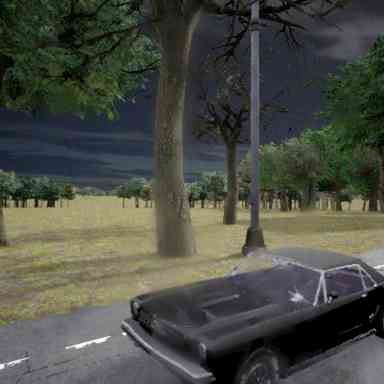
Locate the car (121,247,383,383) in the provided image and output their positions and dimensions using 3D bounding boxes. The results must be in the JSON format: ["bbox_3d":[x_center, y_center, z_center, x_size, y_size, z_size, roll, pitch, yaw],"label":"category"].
[{"bbox_3d":[1.425,1.603,5.003,4.718,1.301,1.895,0,0,-35],"label":"car"}]
